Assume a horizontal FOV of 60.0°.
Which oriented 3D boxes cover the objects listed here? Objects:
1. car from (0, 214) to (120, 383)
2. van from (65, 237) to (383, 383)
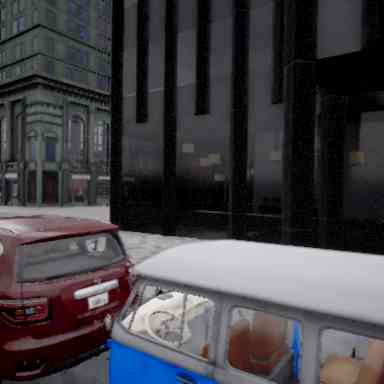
[{"bbox_3d":[-2.994,1.284,5.116,5.009,1.841,2.192,0,1,36],"label":"car"},{"bbox_3d":[1.144,1.340,2.156,3.998,1.788,1.690,0,1,36],"label":"van"}]
